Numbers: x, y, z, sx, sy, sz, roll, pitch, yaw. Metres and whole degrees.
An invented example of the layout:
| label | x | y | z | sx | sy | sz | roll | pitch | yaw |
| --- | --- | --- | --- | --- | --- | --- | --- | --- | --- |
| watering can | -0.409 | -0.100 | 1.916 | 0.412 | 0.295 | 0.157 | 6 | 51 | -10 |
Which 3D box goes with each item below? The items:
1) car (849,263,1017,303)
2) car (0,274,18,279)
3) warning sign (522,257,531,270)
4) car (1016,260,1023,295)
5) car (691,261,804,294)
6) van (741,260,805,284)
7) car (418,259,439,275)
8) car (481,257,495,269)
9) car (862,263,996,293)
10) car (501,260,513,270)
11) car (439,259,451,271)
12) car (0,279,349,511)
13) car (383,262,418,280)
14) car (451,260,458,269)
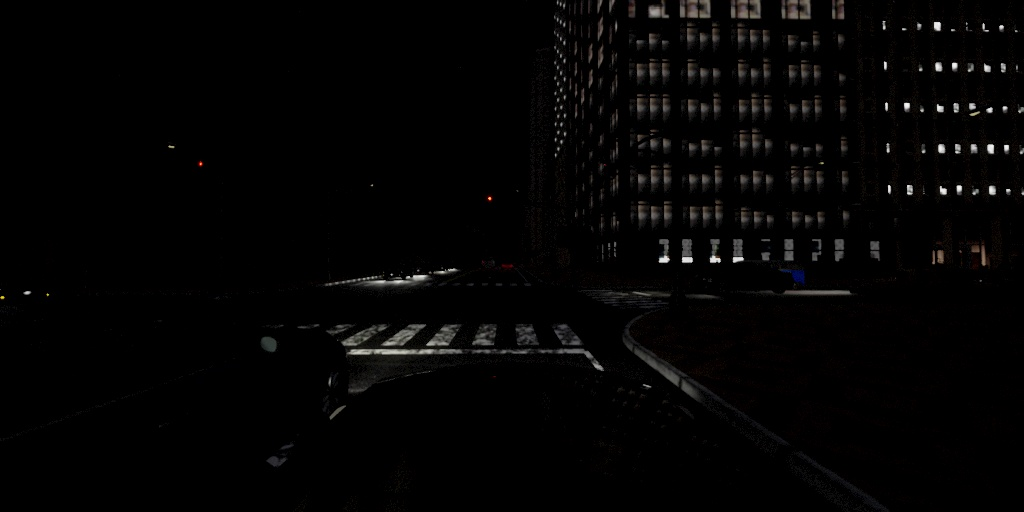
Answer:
| label | x | y | z | sx | sy | sz | roll | pitch | yaw |
| --- | --- | --- | --- | --- | --- | --- | --- | --- | --- |
| car | 16.145 | 1.085 | 14.059 | 4.829 | 1.417 | 1.751 | 0 | 0 | -2 |
| car | -22.712 | 1.406 | 15.275 | 4.181 | 1.385 | 1.994 | 0 | -2 | -2 |
| warning sign | 2.098 | 1.041 | 50.803 | 1.300 | 1.860 | 1.060 | 0 | 0 | -1 |
| car | 21.557 | 0.971 | 14.209 | 4.097 | 1.591 | 1.967 | 0 | 0 | -2 |
| car | 12.374 | 1.216 | 19.397 | 5.008 | 1.535 | 1.882 | 0 | -2 | 0 |
| van | 15.639 | 1.139 | 22.070 | 3.998 | 1.789 | 1.690 | 0 | 0 | -2 |
| car | -10.469 | 1.373 | 42.357 | 2.128 | 1.511 | 4.902 | 0 | 0 | -1 |
| car | -4.181 | 1.223 | 62.245 | 2.150 | 2.045 | 5.566 | 0 | 0 | -1 |
| car | 22.685 | 1.176 | 19.679 | 4.902 | 1.511 | 2.128 | 0 | -2 | -2 |
| car | -0.754 | 1.568 | 57.398 | 1.895 | 1.301 | 4.718 | 0 | 0 | -1 |
| car | -10.617 | 1.288 | 52.232 | 2.097 | 1.767 | 4.553 | 0 | 0 | -1 |
| car | -3.155 | 1.104 | 2.848 | 2.097 | 1.767 | 4.553 | 0 | 0 | -1 |
| car | -10.336 | 1.345 | 32.896 | 1.837 | 1.490 | 4.892 | 0 | 0 | -2 |
| car | -10.747 | 1.501 | 63.675 | 2.128 | 1.511 | 4.902 | 0 | 0 | 0 |
